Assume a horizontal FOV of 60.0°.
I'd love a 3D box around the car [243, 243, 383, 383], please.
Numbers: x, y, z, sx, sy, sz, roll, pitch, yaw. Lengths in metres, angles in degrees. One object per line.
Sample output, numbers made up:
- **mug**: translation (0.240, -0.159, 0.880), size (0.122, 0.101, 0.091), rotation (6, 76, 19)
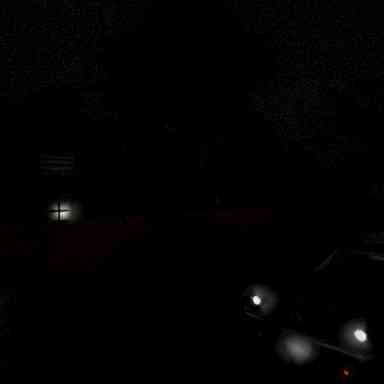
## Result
- **car**: translation (3.047, 1.599, 5.383), size (4.718, 1.301, 1.895), rotation (0, 0, -37)
